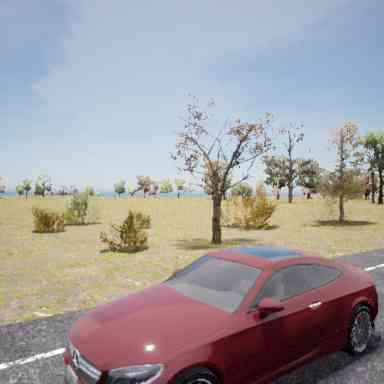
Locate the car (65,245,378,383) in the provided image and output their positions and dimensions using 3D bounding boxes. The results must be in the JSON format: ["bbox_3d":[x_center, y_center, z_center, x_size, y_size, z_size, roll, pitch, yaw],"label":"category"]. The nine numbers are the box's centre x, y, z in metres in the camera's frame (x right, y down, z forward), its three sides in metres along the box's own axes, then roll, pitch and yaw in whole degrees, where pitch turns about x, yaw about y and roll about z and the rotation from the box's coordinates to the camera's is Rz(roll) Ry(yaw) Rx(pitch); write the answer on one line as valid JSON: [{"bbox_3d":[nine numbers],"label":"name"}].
[{"bbox_3d":[0.755,1.526,4.530,4.674,1.442,1.812,0,0,-35],"label":"car"}]
